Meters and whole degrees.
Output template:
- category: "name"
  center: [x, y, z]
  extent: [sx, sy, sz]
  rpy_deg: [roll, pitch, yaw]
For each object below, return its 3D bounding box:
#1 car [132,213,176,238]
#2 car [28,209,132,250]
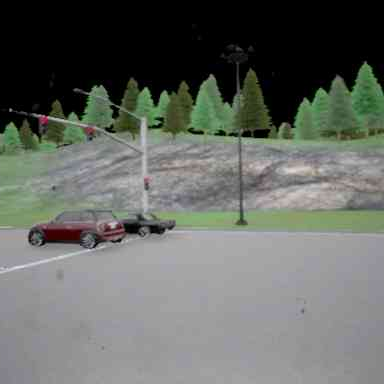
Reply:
- category: "car"
  center: [-3.416, 1.847, 18.897]
  extent: [4.718, 1.301, 1.895]
  rpy_deg: [-2, -1, 22]
- category: "car"
  center: [-5.487, 1.617, 15.735]
  extent: [4.553, 1.767, 2.097]
  rpy_deg: [-2, 0, 23]
